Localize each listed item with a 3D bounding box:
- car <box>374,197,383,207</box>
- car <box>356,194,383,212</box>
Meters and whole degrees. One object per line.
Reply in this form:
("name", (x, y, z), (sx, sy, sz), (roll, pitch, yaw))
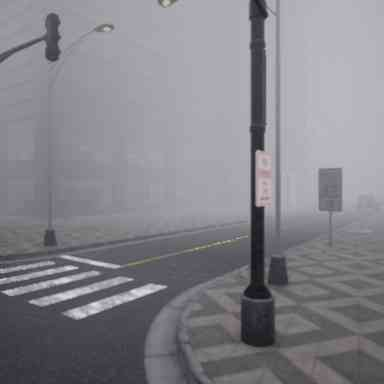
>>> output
("car", (29.732, 1.507, 51.574), (2.128, 1.511, 4.902), (0, 0, 36))
("car", (20.807, 1.240, 39.157), (2.150, 2.045, 5.566), (0, 0, 35))
